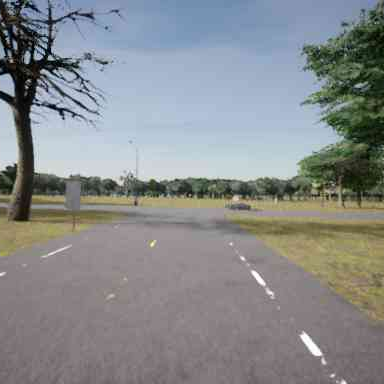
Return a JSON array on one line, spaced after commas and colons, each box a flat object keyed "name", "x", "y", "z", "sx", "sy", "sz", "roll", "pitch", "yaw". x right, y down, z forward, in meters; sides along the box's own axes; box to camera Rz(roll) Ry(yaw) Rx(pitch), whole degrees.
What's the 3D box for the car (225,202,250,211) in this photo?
[{"name": "car", "x": 7.569, "y": 2.362, "z": 55.099, "sx": 4.181, "sy": 1.385, "sz": 1.994, "roll": 2, "pitch": 0, "yaw": 0}]
